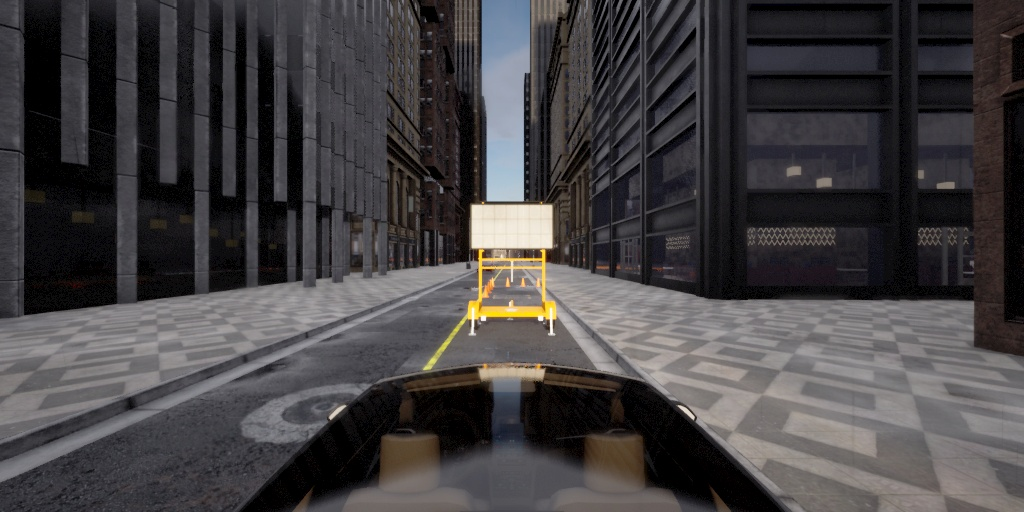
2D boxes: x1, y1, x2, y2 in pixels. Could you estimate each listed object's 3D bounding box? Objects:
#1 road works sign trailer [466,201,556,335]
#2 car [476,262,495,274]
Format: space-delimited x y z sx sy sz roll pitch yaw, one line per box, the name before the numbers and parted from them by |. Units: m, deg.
road works sign trailer | 0.002 0.215 10.470 2.380 3.560 2.880 0 0 0
car | -3.005 1.360 41.288 1.895 1.301 4.718 0 0 0
